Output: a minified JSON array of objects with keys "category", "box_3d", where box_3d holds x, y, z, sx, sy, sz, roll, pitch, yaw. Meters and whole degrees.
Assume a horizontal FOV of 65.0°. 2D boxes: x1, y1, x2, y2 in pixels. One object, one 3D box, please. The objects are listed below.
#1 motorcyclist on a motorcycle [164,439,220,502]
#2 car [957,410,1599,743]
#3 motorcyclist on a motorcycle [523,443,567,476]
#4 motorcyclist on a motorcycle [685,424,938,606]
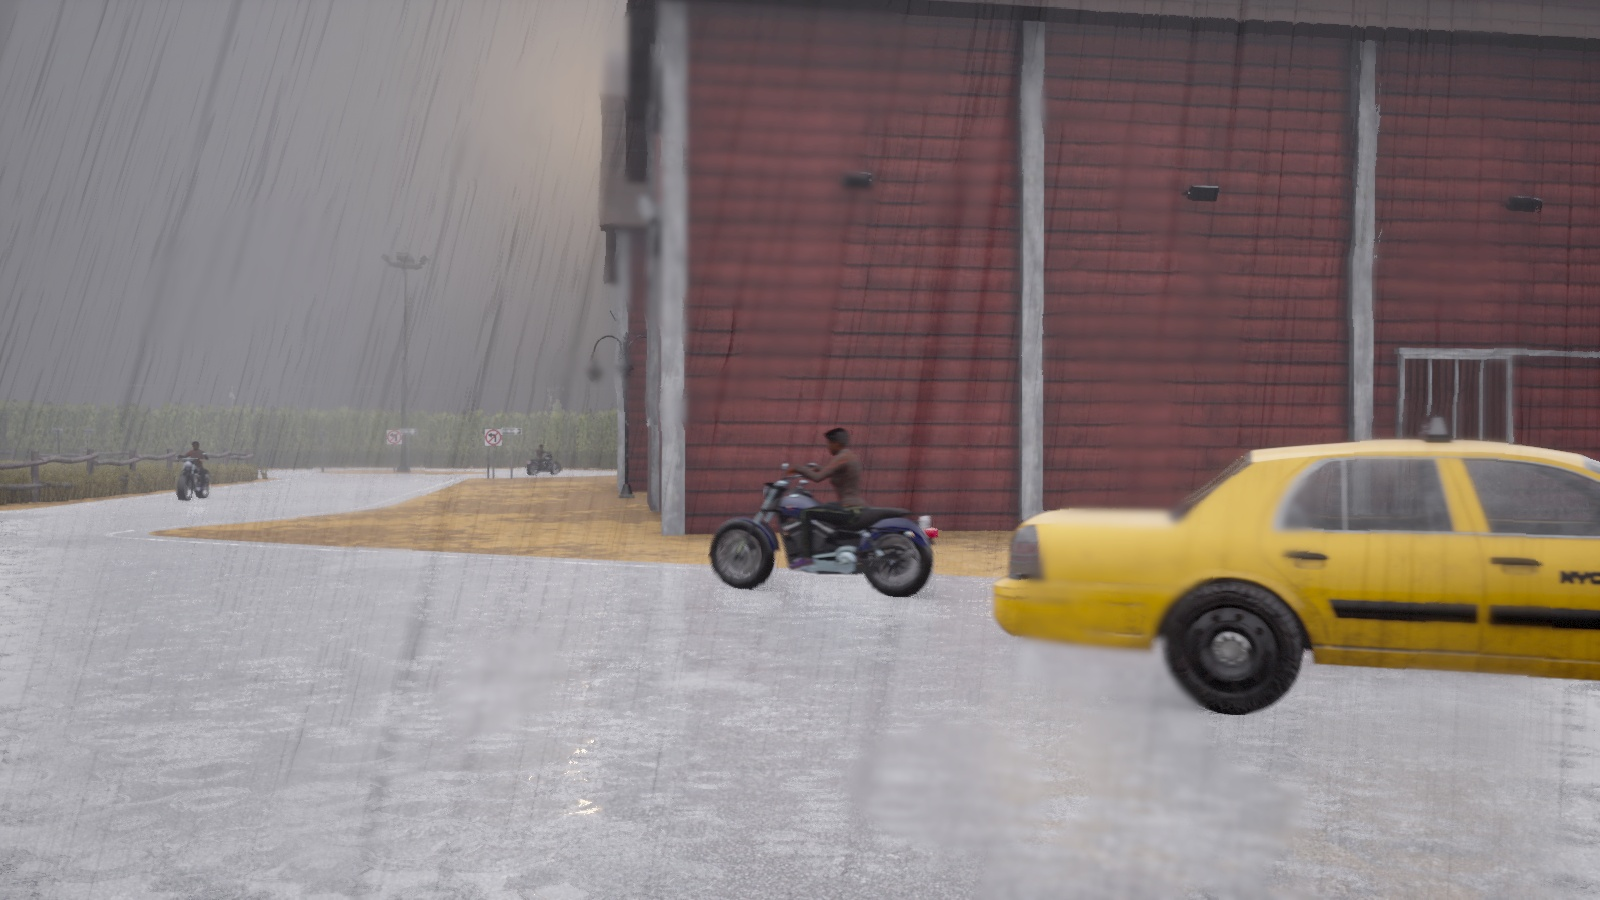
[{"category":"motorcyclist on a motorcycle","box_3d":[-16.388,0.532,33.892,0.766,1.649,2.350,0,0,-11]},{"category":"car","box_3d":[3.717,0.597,6.941,5.366,1.575,1.801,0,0,21]},{"category":"motorcyclist on a motorcycle","box_3d":[-12.916,0.480,63.638,0.766,1.649,2.350,0,0,32]},{"category":"motorcyclist on a motorcycle","box_3d":[0.102,0.595,12.211,2.350,1.649,0.766,0,0,23]}]
